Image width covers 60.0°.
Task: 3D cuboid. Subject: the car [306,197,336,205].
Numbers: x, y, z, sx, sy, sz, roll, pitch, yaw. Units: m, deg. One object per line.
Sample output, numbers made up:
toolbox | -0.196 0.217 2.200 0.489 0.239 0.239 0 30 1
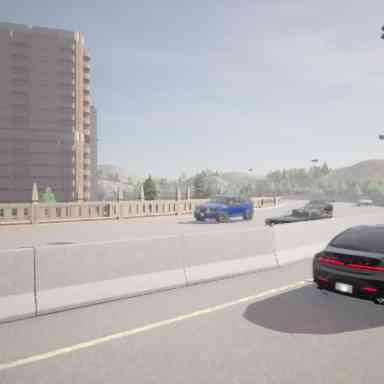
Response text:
car | 11.865 1.517 30.994 2.128 1.511 4.902 0 0 36

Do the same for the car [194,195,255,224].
car | 2.580 1.237 25.211 2.150 2.045 5.566 0 0 43

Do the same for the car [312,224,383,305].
car | 4.635 1.512 7.673 4.892 1.490 1.837 0 0 -40

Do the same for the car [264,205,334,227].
car | 6.038 1.616 18.738 1.895 1.301 4.718 0 0 44

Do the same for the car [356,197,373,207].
car | 27.500 1.574 52.909 1.812 1.442 4.674 0 0 20
